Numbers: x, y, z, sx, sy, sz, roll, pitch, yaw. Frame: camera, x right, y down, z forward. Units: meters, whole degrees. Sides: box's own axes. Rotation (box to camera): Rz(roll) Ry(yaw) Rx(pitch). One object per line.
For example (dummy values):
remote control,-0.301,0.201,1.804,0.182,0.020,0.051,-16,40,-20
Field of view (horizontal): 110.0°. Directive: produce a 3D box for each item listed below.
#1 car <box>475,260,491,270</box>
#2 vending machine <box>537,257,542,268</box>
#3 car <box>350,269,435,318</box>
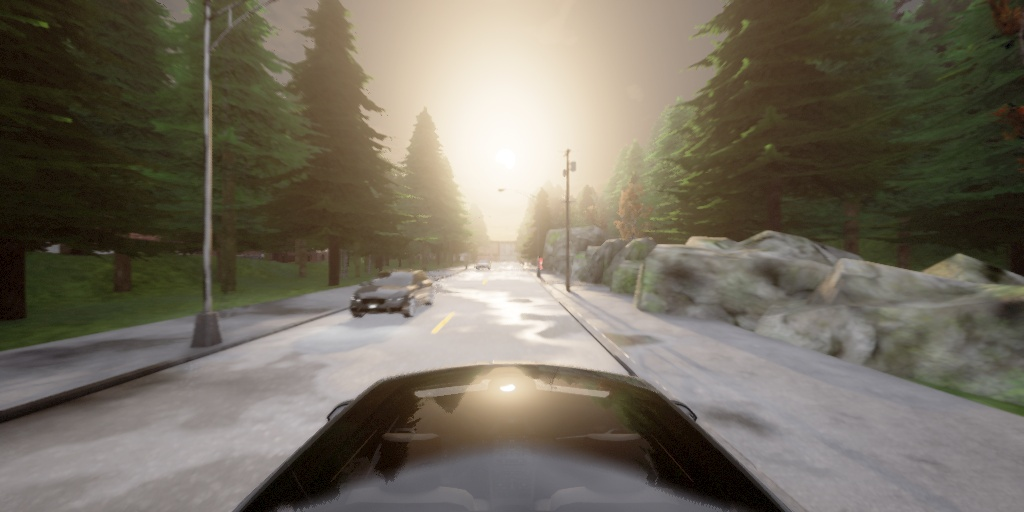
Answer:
car,-4.051,1.261,51.149,1.812,1.442,4.674,0,0,1
vending machine,4.289,1.153,54.586,1.100,2.100,0.880,0,0,0
car,-4.100,1.253,12.995,1.837,1.490,4.892,0,-1,0
